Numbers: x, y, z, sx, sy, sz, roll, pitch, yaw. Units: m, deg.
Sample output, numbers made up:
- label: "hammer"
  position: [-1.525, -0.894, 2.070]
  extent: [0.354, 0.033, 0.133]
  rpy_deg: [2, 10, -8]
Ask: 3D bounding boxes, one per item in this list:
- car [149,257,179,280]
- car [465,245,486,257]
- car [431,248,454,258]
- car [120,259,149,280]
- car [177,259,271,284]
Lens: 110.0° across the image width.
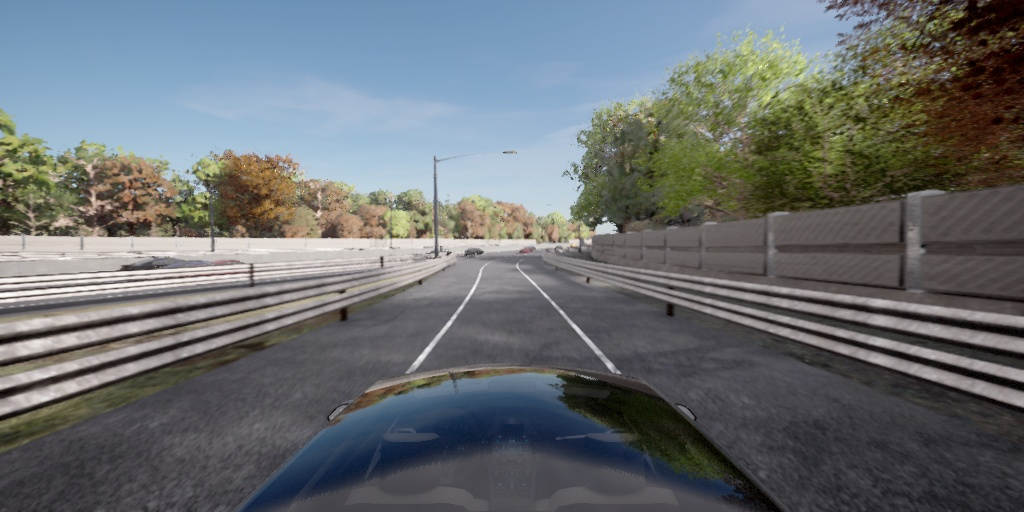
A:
- label: "car"
  position: [-21.602, 0.958, 24.767]
  extent: [1.994, 1.385, 4.181]
  rpy_deg: [1, 3, 23]
- label: "car"
  position: [-6.258, -0.649, 61.099]
  extent: [1.837, 1.490, 4.892]
  rpy_deg: [1, 3, 23]
- label: "car"
  position: [-11.187, -0.538, 58.467]
  extent: [2.128, 1.511, 4.902]
  rpy_deg: [1, 2, 23]
- label: "car"
  position: [-24.872, 0.843, 26.020]
  extent: [1.882, 1.535, 5.008]
  rpy_deg: [1, 2, 23]
- label: "car"
  position: [-18.338, 0.950, 23.500]
  extent: [1.812, 1.442, 4.674]
  rpy_deg: [1, 2, 23]
